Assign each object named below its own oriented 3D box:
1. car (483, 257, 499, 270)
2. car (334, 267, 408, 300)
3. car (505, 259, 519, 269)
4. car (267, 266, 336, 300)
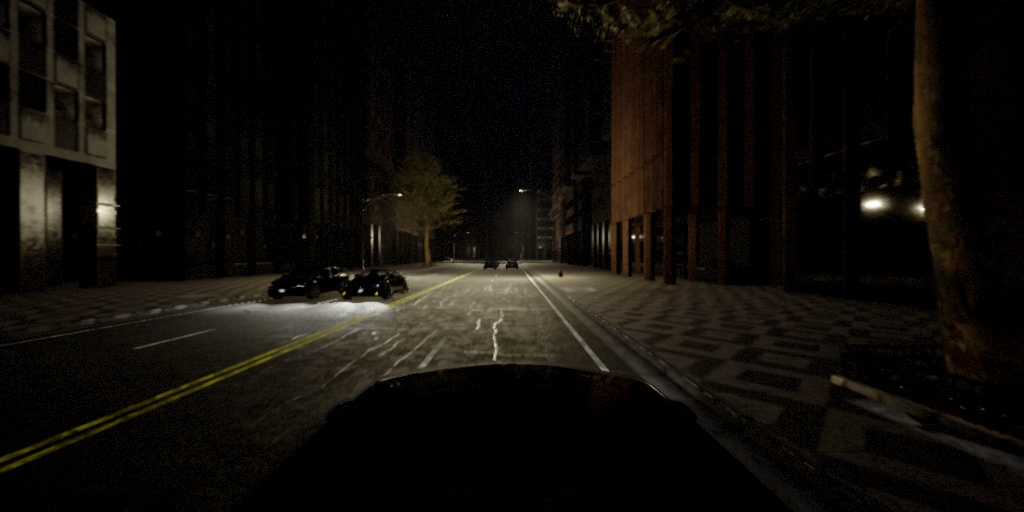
[{"bbox_3d":[-3.243,1.306,53.323,2.033,1.411,5.357,0,0,0],"label":"car"},{"bbox_3d":[-6.548,1.316,17.497,1.994,1.385,4.181,0,0,0],"label":"car"},{"bbox_3d":[0.007,1.323,54.573,1.994,1.385,4.181,0,0,0],"label":"car"},{"bbox_3d":[-9.797,1.258,17.714,1.837,1.490,4.892,0,0,1],"label":"car"}]
